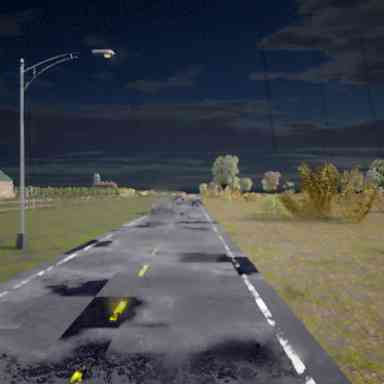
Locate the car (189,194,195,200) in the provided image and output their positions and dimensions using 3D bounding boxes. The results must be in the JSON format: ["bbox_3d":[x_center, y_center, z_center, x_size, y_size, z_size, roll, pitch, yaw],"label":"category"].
[{"bbox_3d":[-0.010,1.373,95.557,1.882,1.535,5.008,0,0,0],"label":"car"}]

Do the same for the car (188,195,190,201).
[{"bbox_3d":[-0.007,1.363,77.044,1.882,1.535,5.008,0,0,0],"label":"car"}]

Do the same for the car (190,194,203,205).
[{"bbox_3d":[0.957,1.498,59.081,1.812,1.442,4.674,0,0,0],"label":"car"}]

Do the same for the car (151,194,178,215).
[{"bbox_3d":[-2.847,1.291,33.314,2.097,1.767,4.553,0,0,0],"label":"car"}]

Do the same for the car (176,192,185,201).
[{"bbox_3d":[-2.758,1.014,73.782,2.150,2.045,5.566,0,0,0],"label":"car"}]
